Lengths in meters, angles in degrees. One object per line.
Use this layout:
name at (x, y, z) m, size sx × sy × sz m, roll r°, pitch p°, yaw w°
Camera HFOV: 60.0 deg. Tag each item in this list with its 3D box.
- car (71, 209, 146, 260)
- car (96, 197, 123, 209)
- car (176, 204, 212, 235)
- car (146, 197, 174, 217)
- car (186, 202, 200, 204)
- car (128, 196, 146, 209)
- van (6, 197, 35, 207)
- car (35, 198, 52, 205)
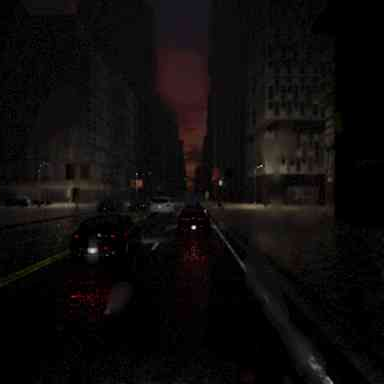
car at (-3.146, 1.618, 12.955) m, size 1.837 × 1.490 × 4.892 m, roll 0°, pitch -1°, yaw 0°
car at (-9.822, 1.568, 40.236) m, size 2.150 × 2.045 × 5.566 m, roll 0°, pitch -1°, yaw 0°
car at (0.105, 1.677, 20.102) m, size 1.837 × 1.490 × 4.892 m, roll 0°, pitch -1°, yaw 0°
car at (-3.141, 1.522, 35.057) m, size 2.150 × 2.045 × 5.566 m, roll 0°, pitch -1°, yaw 0°
car at (0.109, 1.795, 36.862) m, size 1.882 × 1.535 × 5.008 m, roll 0°, pitch -1°, yaw 0°
car at (-6.564, 1.586, 42.131) m, size 2.150 × 2.045 × 5.566 m, roll 0°, pitch -1°, yaw 0°
van at (-30.531, 1.779, 58.525) m, size 3.998 × 1.788 × 1.690 m, roll 0°, pitch 0°, yaw 0°
car at (-30.523, 1.970, 67.050) m, size 4.313 × 1.339 × 1.947 m, roll 0°, pitch 0°, yaw 0°
